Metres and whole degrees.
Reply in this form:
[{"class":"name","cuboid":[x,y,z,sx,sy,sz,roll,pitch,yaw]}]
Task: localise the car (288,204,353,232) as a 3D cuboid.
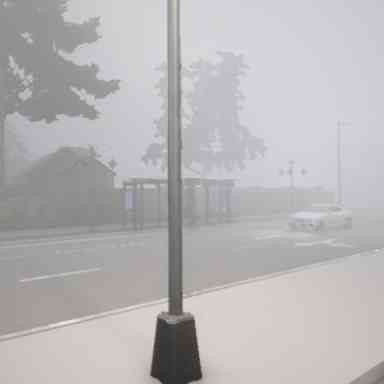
[{"class":"car","cuboid":[7.614,1.439,19.498,4.674,1.442,1.812,-1,0,-36]}]
